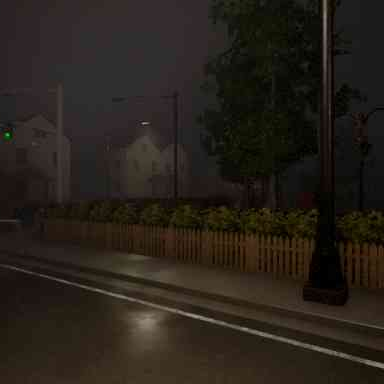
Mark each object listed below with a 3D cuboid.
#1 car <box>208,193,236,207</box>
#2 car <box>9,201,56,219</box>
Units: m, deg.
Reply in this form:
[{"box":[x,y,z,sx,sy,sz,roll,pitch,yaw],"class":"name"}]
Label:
[{"box":[4.330,1.221,48.791,2.150,2.045,5.566,0,0,35],"class":"car"},{"box":[-13.634,1.526,29.413,1.812,1.442,4.674,0,0,35],"class":"car"}]
